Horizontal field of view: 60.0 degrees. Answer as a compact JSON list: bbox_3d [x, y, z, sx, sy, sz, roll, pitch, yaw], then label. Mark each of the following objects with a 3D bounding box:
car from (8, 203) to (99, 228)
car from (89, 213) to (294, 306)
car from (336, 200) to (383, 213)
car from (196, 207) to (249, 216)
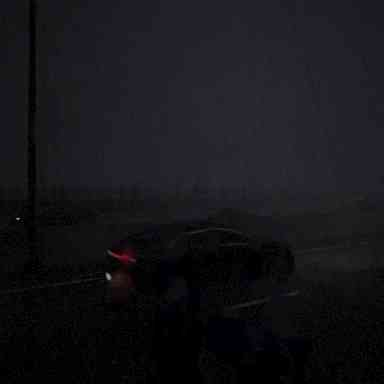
[{"bbox_3d":[-7.985,1.427,19.512,4.902,1.511,2.128,0,0,-33],"label":"car"},{"bbox_3d":[0.363,1.475,7.958,4.902,1.511,2.128,0,0,-33],"label":"car"},{"bbox_3d":[14.723,1.476,29.251,4.902,1.511,2.128,0,0,-31],"label":"car"},{"bbox_3d":[1.421,1.494,17.136,4.674,1.442,1.812,0,0,-31],"label":"car"}]
